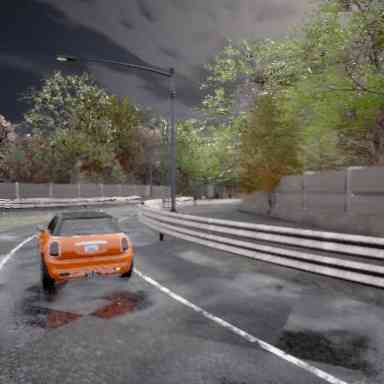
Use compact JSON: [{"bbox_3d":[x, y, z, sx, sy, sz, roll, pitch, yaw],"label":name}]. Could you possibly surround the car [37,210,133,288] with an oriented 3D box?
[{"bbox_3d":[-3.246,1.319,9.558,2.097,1.767,4.553,0,0,-26],"label":"car"}]
